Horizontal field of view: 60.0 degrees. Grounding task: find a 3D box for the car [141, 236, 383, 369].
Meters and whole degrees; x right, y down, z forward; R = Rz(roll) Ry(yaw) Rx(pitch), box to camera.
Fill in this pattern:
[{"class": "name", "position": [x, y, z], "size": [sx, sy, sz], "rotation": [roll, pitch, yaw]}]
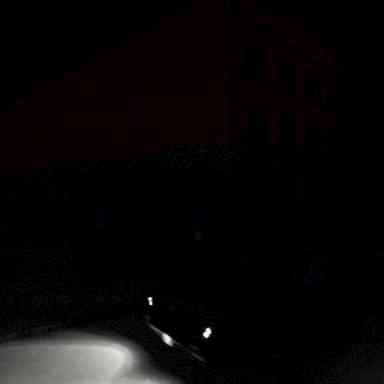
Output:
[{"class": "car", "position": [1.842, 1.548, 5.919], "size": [5.357, 1.411, 2.033], "rotation": [0, 0, -35]}]
